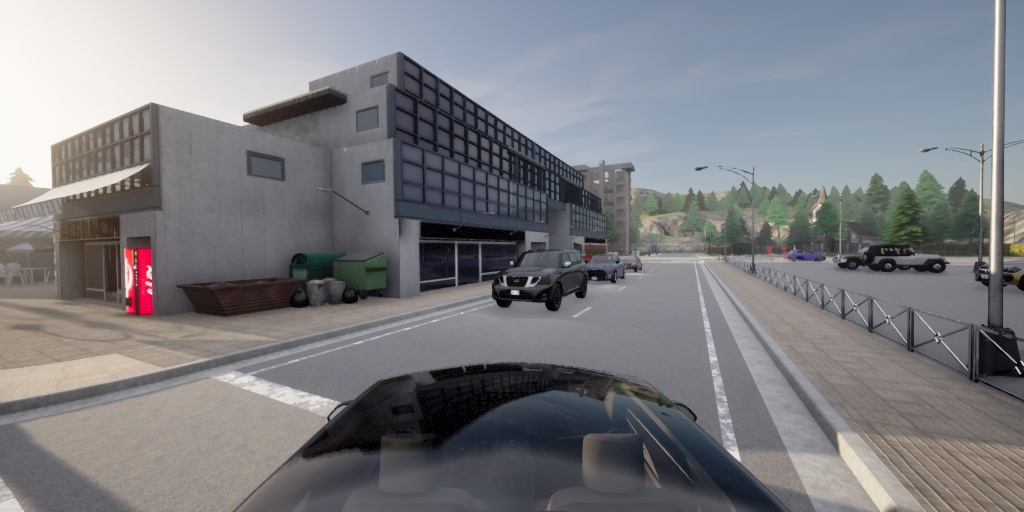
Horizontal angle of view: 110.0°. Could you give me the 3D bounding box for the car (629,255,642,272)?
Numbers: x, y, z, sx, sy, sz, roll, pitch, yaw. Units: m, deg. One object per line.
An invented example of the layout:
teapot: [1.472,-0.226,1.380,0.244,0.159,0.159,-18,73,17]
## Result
car: [10.343,0.606,31.736,1.812,1.442,4.674,0,1,27]

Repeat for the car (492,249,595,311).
car: [1.331,0.747,13.804,2.150,2.045,5.566,0,1,27]

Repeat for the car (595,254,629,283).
car: [5.746,0.659,22.595,2.097,1.767,4.553,0,1,27]
